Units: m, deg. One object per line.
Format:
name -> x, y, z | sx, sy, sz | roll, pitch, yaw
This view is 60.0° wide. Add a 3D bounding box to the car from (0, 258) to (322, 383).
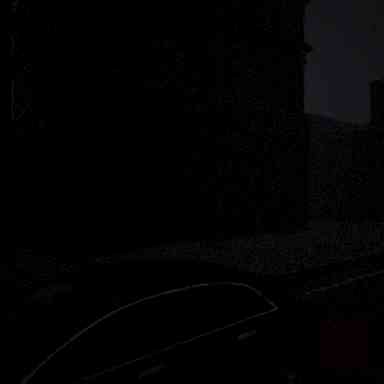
car -> -0.751, 1.514, 3.153 | 4.892, 1.490, 1.837 | 0, 0, -36
